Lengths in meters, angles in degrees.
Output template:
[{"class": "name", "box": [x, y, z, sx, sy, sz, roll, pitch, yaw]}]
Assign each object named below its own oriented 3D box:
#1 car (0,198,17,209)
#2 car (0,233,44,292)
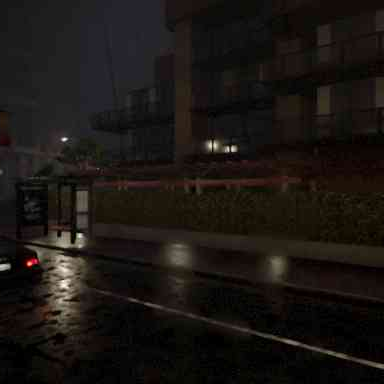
[{"class": "car", "box": [-23.433, 1.522, 44.695, 2.033, 1.411, 5.357, 0, 0, 35]}, {"class": "car", "box": [-5.768, 1.542, 8.061, 5.357, 1.411, 2.033, 0, 0, 36]}]
